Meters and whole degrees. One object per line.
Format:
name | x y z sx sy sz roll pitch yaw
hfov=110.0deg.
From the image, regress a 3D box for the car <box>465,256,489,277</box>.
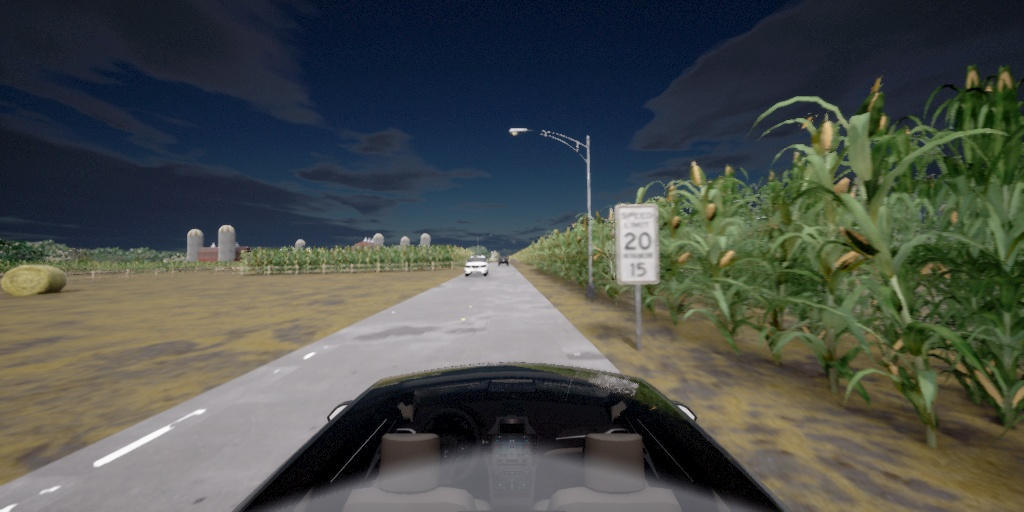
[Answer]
car | -3.586 1.011 37.281 2.150 2.045 5.566 -1 0 -1
